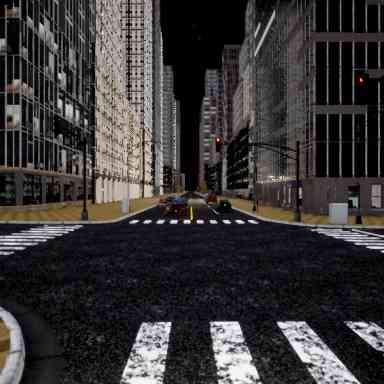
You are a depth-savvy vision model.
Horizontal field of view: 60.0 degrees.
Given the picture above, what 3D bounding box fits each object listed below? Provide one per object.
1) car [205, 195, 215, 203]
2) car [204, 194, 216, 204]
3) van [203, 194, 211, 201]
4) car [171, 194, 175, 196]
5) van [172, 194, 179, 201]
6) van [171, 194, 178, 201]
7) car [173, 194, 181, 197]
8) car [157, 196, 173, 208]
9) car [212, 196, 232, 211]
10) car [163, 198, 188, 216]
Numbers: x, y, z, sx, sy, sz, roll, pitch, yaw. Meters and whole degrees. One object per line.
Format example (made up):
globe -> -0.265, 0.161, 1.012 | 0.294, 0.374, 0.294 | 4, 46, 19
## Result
car -> 3.729, 1.432, 69.384 | 1.967, 1.590, 4.097 | 0, 0, 0
car -> 3.755, 1.313, 63.856 | 2.192, 1.841, 5.009 | 0, 0, 0
van -> 3.677, 1.321, 80.439 | 1.690, 1.788, 3.998 | 0, 0, 0
car -> -4.125, 1.564, 63.819 | 1.947, 1.339, 4.313 | 0, 0, 0
van -> -4.229, 1.315, 85.929 | 1.690, 1.788, 3.998 | 0, 0, 0
van -> -4.203, 1.321, 80.402 | 1.690, 1.788, 3.998 | 0, 0, 0
car -> -1.608, 1.553, 54.734 | 2.033, 1.411, 5.357 | 0, 0, 0
car -> -4.048, 1.592, 47.236 | 1.802, 1.307, 4.206 | 0, 0, 0
car -> 3.908, 1.579, 41.747 | 1.947, 1.339, 4.313 | 0, 0, 0
car -> -1.517, 1.581, 33.078 | 1.994, 1.385, 4.181 | 0, 0, 0
